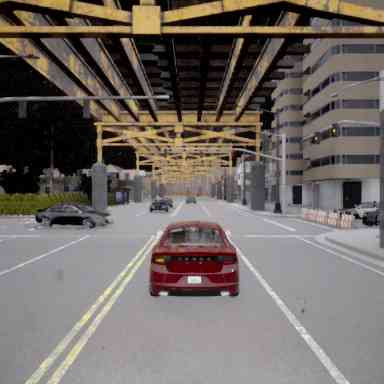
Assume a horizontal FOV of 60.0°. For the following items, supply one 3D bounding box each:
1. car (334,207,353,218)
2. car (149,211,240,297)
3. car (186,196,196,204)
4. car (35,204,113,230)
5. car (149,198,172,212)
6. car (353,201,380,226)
[{"bbox_3d":[13.574,1.295,25.481,4.536,1.218,1.853,0,0,25],"label":"car"},{"bbox_3d":[0.053,1.478,8.643,1.882,1.535,5.008,0,0,0],"label":"car"},{"bbox_3d":[-0.153,1.547,63.319,2.033,1.411,5.357,0,0,0],"label":"car"},{"bbox_3d":[-7.313,1.492,20.761,4.902,1.511,2.128,0,0,15],"label":"car"},{"bbox_3d":[-3.684,1.564,38.282,1.994,1.385,4.181,0,0,0],"label":"car"},{"bbox_3d":[13.211,1.453,21.343,4.974,1.542,2.038,0,0,-20],"label":"car"}]
